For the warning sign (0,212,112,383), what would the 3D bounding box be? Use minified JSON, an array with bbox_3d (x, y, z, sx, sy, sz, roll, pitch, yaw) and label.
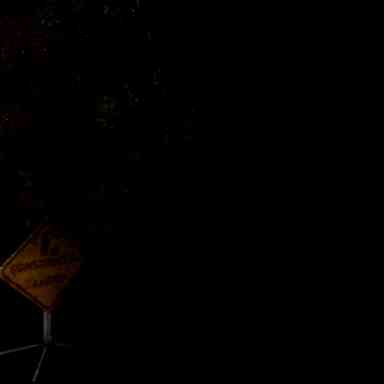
[{"bbox_3d":[-1.947,1.245,4.482,1.060,1.860,1.300,0,-1,36],"label":"warning sign"}]
